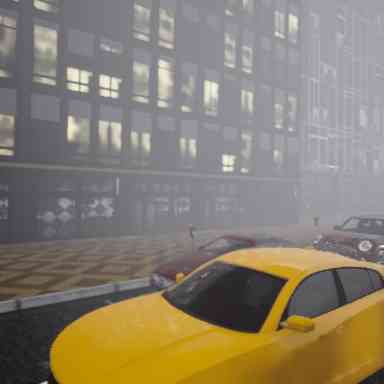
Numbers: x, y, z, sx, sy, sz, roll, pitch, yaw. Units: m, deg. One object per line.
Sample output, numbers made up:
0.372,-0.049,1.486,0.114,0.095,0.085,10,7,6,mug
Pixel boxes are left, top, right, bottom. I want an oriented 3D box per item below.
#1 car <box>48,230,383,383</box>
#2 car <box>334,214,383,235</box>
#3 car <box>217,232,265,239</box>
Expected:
0.944,1.485,4.053,5.008,1.535,1.882,1,0,-36,car
5.634,1.463,10.572,4.097,1.590,1.967,0,1,-36,car
1.121,1.594,7.350,4.206,1.307,1.802,0,1,-36,car
